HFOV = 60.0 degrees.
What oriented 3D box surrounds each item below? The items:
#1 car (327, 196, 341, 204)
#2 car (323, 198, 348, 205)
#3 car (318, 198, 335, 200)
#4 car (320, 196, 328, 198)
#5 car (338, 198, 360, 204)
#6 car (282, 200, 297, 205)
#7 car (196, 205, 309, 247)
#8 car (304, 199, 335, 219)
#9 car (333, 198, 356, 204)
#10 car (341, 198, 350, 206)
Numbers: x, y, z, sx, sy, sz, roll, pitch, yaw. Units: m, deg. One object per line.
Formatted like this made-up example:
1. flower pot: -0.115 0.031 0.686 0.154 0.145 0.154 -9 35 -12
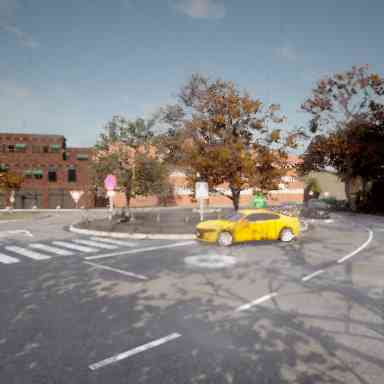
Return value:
1. car: 29.538 1.876 73.978 5.566 2.045 2.435 -1 -1 45
2. car: 33.549 2.157 77.960 5.008 1.535 2.097 -1 -1 45
3. car: 16.475 1.838 43.414 2.033 1.411 5.357 0 -1 8
4. car: 22.478 1.961 60.618 1.812 1.442 4.674 -1 -1 45
5. car: 39.544 2.235 83.952 4.674 1.452 2.002 -1 -1 45
6. car: 13.569 1.870 46.252 1.812 1.442 4.674 -1 -1 11
7. car: 2.647 1.571 15.533 5.008 1.535 1.882 0 0 -19
8. car: 11.470 1.662 31.005 1.837 1.490 4.892 0 0 8
9. car: 37.544 2.223 81.956 4.674 1.452 2.002 -1 -1 45
10. car: 31.519 2.158 65.071 1.895 1.301 4.718 -1 -1 45
